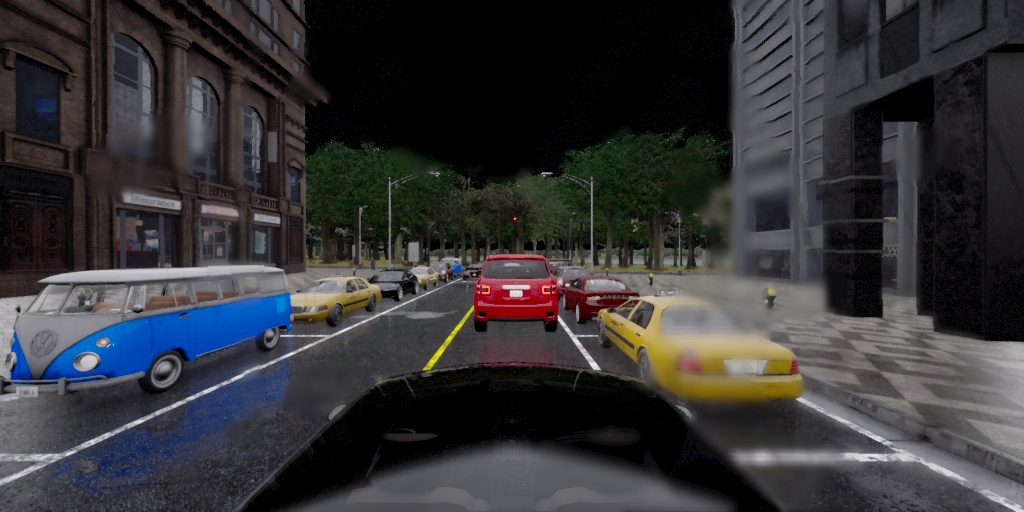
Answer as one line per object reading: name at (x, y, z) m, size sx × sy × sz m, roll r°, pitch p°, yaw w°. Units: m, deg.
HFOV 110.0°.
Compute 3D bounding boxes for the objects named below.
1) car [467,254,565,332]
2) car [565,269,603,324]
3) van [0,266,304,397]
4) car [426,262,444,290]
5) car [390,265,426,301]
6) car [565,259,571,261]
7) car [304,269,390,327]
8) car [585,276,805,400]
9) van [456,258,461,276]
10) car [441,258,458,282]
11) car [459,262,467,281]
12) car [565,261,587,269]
car at (0.105, 0.972, 11.053) m, size 2.150 × 2.045 × 5.566 m, roll 0°, pitch 0°, yaw 0°
car at (2.764, 1.295, 11.795) m, size 1.888 × 1.381 × 4.507 m, roll 0°, pitch 0°, yaw 0°
van at (-5.762, 1.091, 6.360) m, size 1.690 × 1.789 × 3.998 m, roll 0°, pitch 0°, yaw 0°
car at (-5.759, 1.277, 22.502) m, size 1.751 × 1.417 × 4.829 m, roll 0°, pitch 0°, yaw 0°
car at (-5.760, 1.317, 17.234) m, size 1.948 × 1.339 × 4.313 m, roll 0°, pitch 0°, yaw 0°
car at (2.766, 1.067, 22.670) m, size 2.192 × 1.841 × 5.009 m, roll 0°, pitch 0°, yaw 0°
car at (-5.761, 1.276, 11.627) m, size 1.751 × 1.417 × 4.829 m, roll 0°, pitch 0°, yaw 0°
car at (2.763, 1.275, 6.527) m, size 1.751 × 1.417 × 4.829 m, roll 0°, pitch 0°, yaw 0°
van at (-5.756, 1.096, 33.547) m, size 1.690 × 1.789 × 3.998 m, roll 0°, pitch 0°, yaw 0°
car at (-5.758, 1.193, 28.109) m, size 1.967 × 1.591 × 4.097 m, roll 0°, pitch 0°, yaw 0°
car at (-2.998, 1.320, 30.555) m, size 1.994 × 1.385 × 4.181 m, roll 0°, pitch 0°, yaw 0°
car at (2.765, 1.191, 17.232) m, size 1.967 × 1.591 × 4.097 m, roll 0°, pitch 0°, yaw 0°
